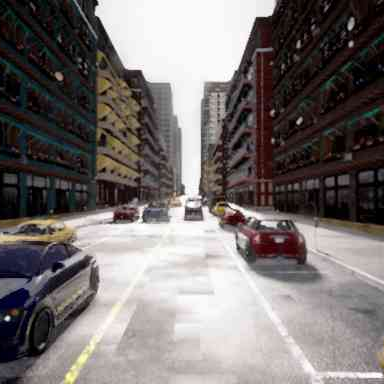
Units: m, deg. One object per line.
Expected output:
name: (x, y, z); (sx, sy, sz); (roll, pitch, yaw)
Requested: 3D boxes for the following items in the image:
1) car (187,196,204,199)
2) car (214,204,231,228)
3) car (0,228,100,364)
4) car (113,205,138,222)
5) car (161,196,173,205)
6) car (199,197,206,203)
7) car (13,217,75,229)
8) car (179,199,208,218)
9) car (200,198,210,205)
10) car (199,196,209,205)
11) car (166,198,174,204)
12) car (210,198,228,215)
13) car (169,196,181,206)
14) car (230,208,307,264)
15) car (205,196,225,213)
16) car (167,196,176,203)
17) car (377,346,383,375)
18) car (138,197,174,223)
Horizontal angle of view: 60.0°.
car: (0.184, 1.603, 45.694); (2.150, 2.045, 5.566); (0, 0, 0)
car: (2.754, 1.785, 23.390); (1.802, 1.307, 4.206); (1, 0, 0)
car: (-3.088, 1.611, 5.966); (1.994, 1.385, 4.181); (0, 0, 0)
car: (-5.613, 1.783, 28.898); (1.887, 1.381, 4.507); (1, 0, 0)
car: (-5.504, 1.906, 73.224); (2.192, 1.841, 5.009); (1, 0, 0)
car: (2.925, 2.298, 95.586); (1.752, 1.417, 4.829); (1, 0, 0)
car: (-5.653, 1.624, 12.108); (1.752, 1.417, 4.829); (1, 0, 0)
car: (0.158, 1.769, 32.871); (2.128, 1.511, 4.902); (0, 0, 0)
car: (2.872, 2.146, 73.255); (1.887, 1.381, 4.507); (1, 0, 0)
car: (2.889, 1.959, 78.797); (2.192, 1.841, 5.009); (1, 0, 0)
car: (-5.483, 2.200, 84.133); (1.752, 1.417, 4.829); (1, 0, 0)
car: (3.229, 1.759, 35.531); (1.801, 1.575, 5.366); (0, 0, 0)
car: (-2.889, 1.977, 61.191); (1.882, 1.535, 5.008); (0, 0, 1)
car: (2.731, 1.550, 12.310); (1.967, 1.590, 4.097); (1, 0, 0)
car: (3.202, 1.585, 42.374); (2.150, 2.045, 5.566); (0, 0, 0)
car: (-5.465, 2.034, 89.844); (2.192, 1.841, 5.009); (1, 0, 0)
car: (2.703, 1.542, 1.399); (1.752, 1.417, 4.829); (1, 0, 0)
car: (-2.950, 1.586, 28.201); (2.097, 1.767, 4.553); (0, 0, 0)
